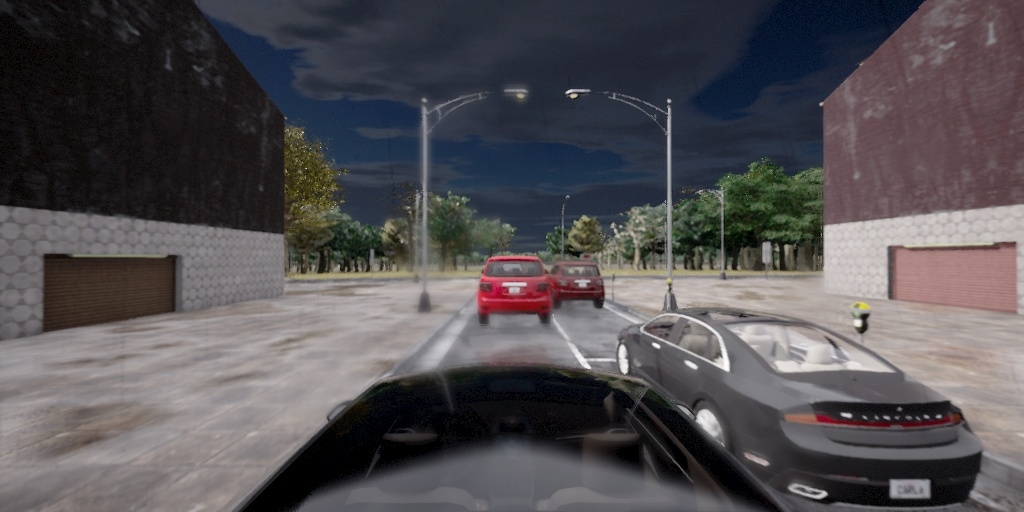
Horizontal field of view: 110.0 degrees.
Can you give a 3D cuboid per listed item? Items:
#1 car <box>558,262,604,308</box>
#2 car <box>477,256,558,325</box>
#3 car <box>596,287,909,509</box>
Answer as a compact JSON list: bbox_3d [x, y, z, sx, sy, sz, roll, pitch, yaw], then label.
[{"bbox_3d":[2.612,1.175,15.645,2.192,1.841,5.009,0,0,0],"label":"car"},{"bbox_3d":[0.080,1.053,12.318,2.150,2.045,5.566,0,-1,0],"label":"car"},{"bbox_3d":[2.634,1.323,4.554,2.007,1.370,4.403,0,0,0],"label":"car"}]
